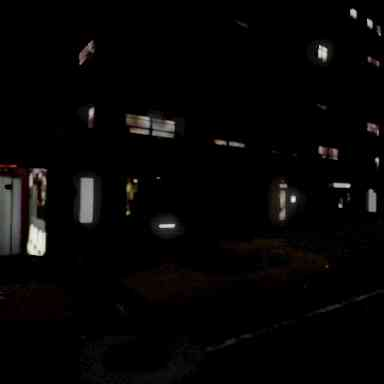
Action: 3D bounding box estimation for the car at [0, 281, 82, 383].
[{"bbox_3d":[-3.704,1.515,3.433,4.829,1.417,1.752,1,0,-35],"label":"car"}]

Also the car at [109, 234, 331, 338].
[{"bbox_3d":[0.832,1.565,6.656,4.829,1.417,1.752,1,0,-35],"label":"car"}]
